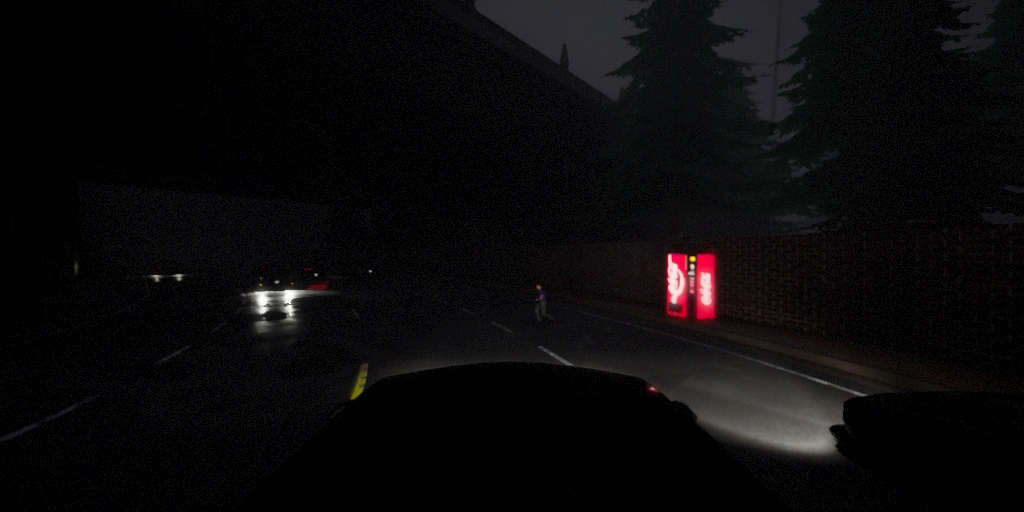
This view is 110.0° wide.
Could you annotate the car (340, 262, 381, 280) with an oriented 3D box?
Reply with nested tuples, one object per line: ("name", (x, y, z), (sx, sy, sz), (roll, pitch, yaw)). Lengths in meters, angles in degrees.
("car", (-12.477, 1.162, 29.424), (1.994, 1.385, 4.181), (0, 0, -45))

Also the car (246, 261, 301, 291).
("car", (-14.048, 1.205, 20.842), (1.994, 1.385, 4.181), (0, 0, -43))

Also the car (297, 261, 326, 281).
("car", (-16.178, 1.108, 28.165), (1.837, 1.490, 4.892), (0, 1, -45))

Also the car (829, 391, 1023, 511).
("car", (3.916, 1.305, 0.727), (2.033, 1.411, 5.357), (0, 0, -4))

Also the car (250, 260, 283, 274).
("car", (-25.692, 1.148, 37.403), (4.718, 1.301, 1.895), (0, 0, 44))

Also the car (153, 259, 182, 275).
("car", (-34.706, 1.026, 36.097), (5.008, 1.535, 1.882), (0, 0, 44))

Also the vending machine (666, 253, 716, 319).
("vending machine", (5.414, 0.901, 10.891), (1.100, 2.100, 0.880), (0, 0, -22))

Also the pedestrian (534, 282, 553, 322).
("pedestrian", (0.865, 1.279, 10.409), (0.375, 1.300, 0.375), (0, 0, -24))
